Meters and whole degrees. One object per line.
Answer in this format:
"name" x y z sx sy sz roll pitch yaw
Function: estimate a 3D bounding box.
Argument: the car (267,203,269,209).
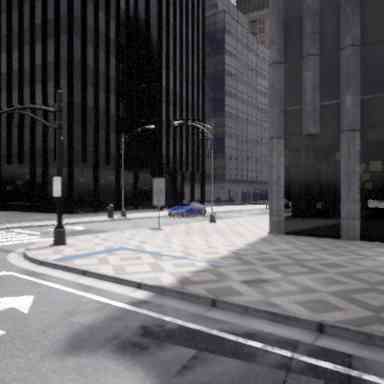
"car" 13.135 1.774 50.826 2.097 1.767 4.553 0 -1 36

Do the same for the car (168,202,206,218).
"car" -0.377 1.710 32.136 1.812 1.442 4.674 0 0 36
